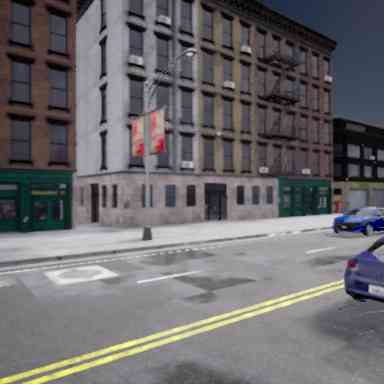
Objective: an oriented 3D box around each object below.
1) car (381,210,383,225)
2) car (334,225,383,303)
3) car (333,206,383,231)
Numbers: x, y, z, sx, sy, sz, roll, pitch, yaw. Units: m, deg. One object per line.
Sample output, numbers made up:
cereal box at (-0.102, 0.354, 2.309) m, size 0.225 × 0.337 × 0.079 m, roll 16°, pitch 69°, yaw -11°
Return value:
car at (11.863, 1.655, 16.552) m, size 5.357 × 1.411 × 2.033 m, roll 0°, pitch -1°, yaw -36°
car at (5.111, 1.574, 7.227) m, size 4.674 × 1.442 × 1.812 m, roll 0°, pitch -1°, yaw -37°
car at (10.144, 1.616, 19.324) m, size 5.008 × 1.535 × 1.882 m, roll 0°, pitch -1°, yaw -37°
